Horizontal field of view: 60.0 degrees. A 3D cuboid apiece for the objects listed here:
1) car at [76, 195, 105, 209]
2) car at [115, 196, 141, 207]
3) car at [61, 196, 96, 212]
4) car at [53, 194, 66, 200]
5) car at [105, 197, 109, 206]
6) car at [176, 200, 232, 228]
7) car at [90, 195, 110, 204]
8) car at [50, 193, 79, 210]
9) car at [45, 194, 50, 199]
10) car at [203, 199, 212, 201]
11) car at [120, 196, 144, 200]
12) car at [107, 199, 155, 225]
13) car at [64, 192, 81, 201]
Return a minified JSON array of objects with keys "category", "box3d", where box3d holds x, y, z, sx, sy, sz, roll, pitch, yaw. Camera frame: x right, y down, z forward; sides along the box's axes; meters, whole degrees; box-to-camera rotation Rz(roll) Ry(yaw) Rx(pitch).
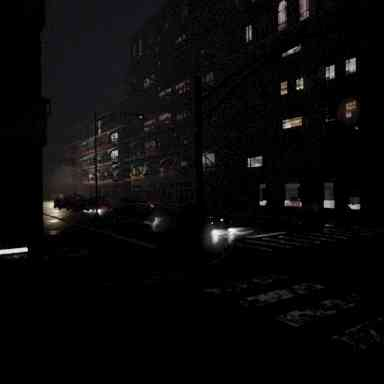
[{"category":"car","box3d":[-12.918,1.401,41.593,1.994,1.385,4.181,-1,1,-34]},{"category":"car","box3d":[-8.951,1.266,46.015,1.752,1.417,4.829,-1,1,-35]},{"category":"car","box3d":[-12.534,1.448,36.443,2.008,1.369,4.403,-1,1,-35]},{"category":"car","box3d":[-31.403,1.124,78.645,2.008,1.369,4.403,-1,1,-35]},{"category":"car","box3d":[-13.747,1.267,48.323,1.837,1.490,4.892,-1,1,-34]},{"category":"car","box3d":[0.690,1.508,21.793,1.994,1.385,4.181,-1,1,-34]},{"category":"car","box3d":[-15.393,1.217,55.378,1.752,1.417,4.829,-1,1,-35]},{"category":"car","box3d":[-15.756,1.313,41.123,1.967,1.590,4.097,-1,1,-35]},{"category":"car","box3d":[-34.720,1.075,83.466,1.752,1.417,4.829,-1,1,-35]},{"category":"car","box3d":[0.893,1.360,31.894,1.887,1.381,4.507,-1,1,-35]},{"category":"car","box3d":[-5.186,1.249,30.326,2.097,1.767,4.553,-1,1,-35]},{"category":"car","box3d":[-4.301,1.509,24.251,1.887,1.381,4.507,-1,1,-35]},{"category":"car","box3d":[-24.962,0.935,69.280,2.192,1.841,5.009,-1,1,-35]}]
